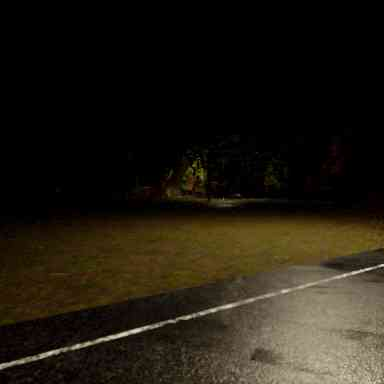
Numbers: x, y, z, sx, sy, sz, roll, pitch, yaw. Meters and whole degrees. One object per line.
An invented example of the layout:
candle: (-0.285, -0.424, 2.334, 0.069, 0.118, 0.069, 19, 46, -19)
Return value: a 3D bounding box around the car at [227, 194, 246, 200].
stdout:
car: (10.717, 1.150, 81.443, 2.033, 1.411, 5.357, 0, 0, -34)
